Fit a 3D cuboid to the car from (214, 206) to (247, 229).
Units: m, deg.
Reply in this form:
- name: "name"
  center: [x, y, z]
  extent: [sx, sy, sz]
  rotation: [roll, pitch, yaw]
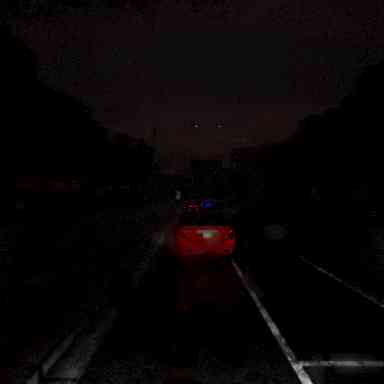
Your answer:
- name: "car"
  center: [2.662, 1.762, 23.975]
  extent: [1.887, 1.381, 4.507]
  rotation: [1, -1, 0]

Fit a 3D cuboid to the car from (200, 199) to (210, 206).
- name: "car"
  center: [2.690, 2.187, 68.298]
  extent: [1.887, 1.381, 4.507]
  rotation: [1, -1, 0]

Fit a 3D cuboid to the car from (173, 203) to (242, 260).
- name: "car"
  center: [0.369, 1.472, 13.157]
  extent: [2.097, 1.767, 4.553]
  rotation: [0, -1, -4]

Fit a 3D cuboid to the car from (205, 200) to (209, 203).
- name: "car"
  center: [2.669, 1.883, 35.056]
  extent: [1.947, 1.339, 4.313]
  rotation: [1, -1, 0]

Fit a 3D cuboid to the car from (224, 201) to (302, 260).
- name: "car"
  center: [2.657, 1.433, 12.896]
  extent: [2.192, 1.841, 5.009]
  rotation: [1, -1, 0]

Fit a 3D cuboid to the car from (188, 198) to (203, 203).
- name: "car"
  center: [0.126, 1.883, 41.667]
  extent: [1.837, 1.490, 4.892]
  rotation: [0, 0, 0]

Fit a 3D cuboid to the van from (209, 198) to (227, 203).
- name: "van"
  center: [2.668, 1.608, 29.517]
  extent: [1.690, 1.788, 3.998]
  rotation: [1, -1, 0]

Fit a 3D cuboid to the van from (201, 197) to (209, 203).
- name: "van"
  center: [2.682, 1.815, 51.678]
  extent: [1.690, 1.788, 3.998]
  rotation: [1, -1, 0]

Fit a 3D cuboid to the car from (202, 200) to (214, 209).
- name: "car"
  center: [2.683, 2.056, 57.388]
  extent: [1.752, 1.417, 4.829]
  rotation: [1, -1, 0]

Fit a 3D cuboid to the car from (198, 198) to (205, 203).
- name: "car"
  center: [2.709, 2.465, 95.312]
  extent: [1.752, 1.417, 4.829]
  rotation: [1, -1, 0]
